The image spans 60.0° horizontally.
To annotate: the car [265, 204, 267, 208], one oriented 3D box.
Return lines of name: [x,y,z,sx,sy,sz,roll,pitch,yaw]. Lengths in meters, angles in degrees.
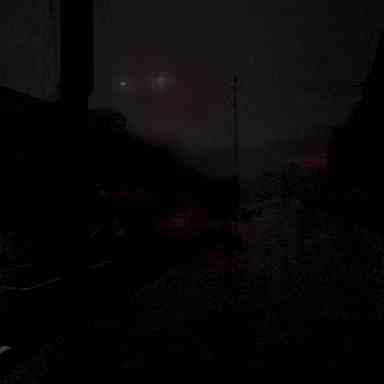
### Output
car: [18.393,4.120,89.575,1.802,1.307,4.206,-2,-2,16]

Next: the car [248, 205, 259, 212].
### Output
car: [13.747,3.581,73.915,2.008,1.369,4.403,-2,-2,16]

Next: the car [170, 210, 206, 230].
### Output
car: [-0.251,2.188,27.041,1.882,1.535,5.008,-1,-2,16]

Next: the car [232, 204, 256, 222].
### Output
car: [5.611,2.453,37.077,1.837,1.490,4.892,-1,-1,17]

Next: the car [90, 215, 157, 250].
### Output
car: [-3.283,1.903,16.488,1.967,1.590,4.097,-2,-2,16]

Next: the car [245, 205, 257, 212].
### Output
car: [12.201,3.449,68.688,1.802,1.307,4.206,-2,-2,17]

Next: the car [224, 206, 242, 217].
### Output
car: [5.958,2.769,47.651,1.752,1.417,4.829,-2,-2,16]

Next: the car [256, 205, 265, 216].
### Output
car: [9.290,2.885,49.537,1.895,1.301,4.718,-1,-2,16]

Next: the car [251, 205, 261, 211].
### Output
car: [15.295,3.748,79.136,2.008,1.369,4.403,-2,-2,16]

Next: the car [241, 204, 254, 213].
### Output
car: [10.647,3.146,63.479,1.967,1.590,4.097,-2,-2,16]
